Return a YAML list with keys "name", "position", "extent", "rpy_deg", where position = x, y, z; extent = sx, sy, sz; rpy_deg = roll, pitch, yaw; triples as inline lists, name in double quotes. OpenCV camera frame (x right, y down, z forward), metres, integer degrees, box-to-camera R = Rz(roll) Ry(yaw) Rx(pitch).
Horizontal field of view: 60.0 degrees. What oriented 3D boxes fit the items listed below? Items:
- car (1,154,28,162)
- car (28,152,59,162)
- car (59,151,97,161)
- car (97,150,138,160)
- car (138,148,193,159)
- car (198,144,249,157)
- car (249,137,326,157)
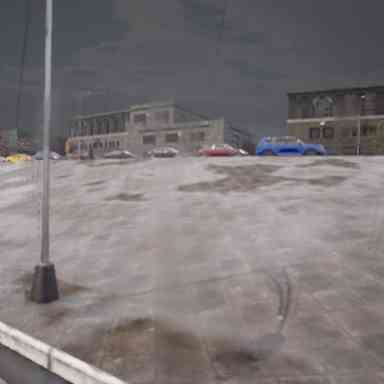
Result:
- name: "car"
  position: [-21.665, -4.076, 42.594]
  extent: [5.008, 1.535, 2.097]
  rpy_deg: [2, 1, 32]
- name: "car"
  position: [-16.911, -4.060, 39.779]
  extent: [4.553, 1.767, 2.185]
  rpy_deg: [2, 1, 31]
- name: "car"
  position: [-11.919, -3.758, 36.980]
  extent: [4.792, 1.488, 2.163]
  rpy_deg: [2, 1, 29]
- name: "car"
  position: [-7.056, -3.607, 34.374]
  extent: [4.674, 1.452, 2.002]
  rpy_deg: [2, 1, 28]
- name: "car"
  position: [-2.225, -3.506, 31.916]
  extent: [4.892, 1.521, 2.231]
  rpy_deg: [2, 1, 27]
- name: "car"
  position: [2.856, -3.469, 29.474]
  extent: [4.553, 1.767, 2.185]
  rpy_deg: [2, 1, 26]
- name: "car"
  position: [7.957, -3.410, 27.135]
  extent: [5.566, 2.045, 2.435]
  rpy_deg: [2, 1, 25]
